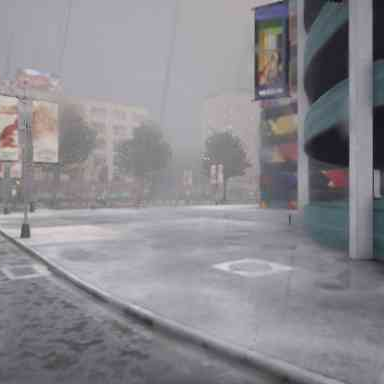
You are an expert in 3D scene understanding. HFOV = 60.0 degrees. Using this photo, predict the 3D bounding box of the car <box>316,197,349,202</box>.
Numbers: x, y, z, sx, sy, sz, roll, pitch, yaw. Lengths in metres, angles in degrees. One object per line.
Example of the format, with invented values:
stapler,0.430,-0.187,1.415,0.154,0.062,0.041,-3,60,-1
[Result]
car,16.668,1.367,40.193,4.674,1.452,2.002,0,0,-37

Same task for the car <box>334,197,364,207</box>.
car,24.003,1.469,50.774,4.786,1.482,2.161,0,0,-37
